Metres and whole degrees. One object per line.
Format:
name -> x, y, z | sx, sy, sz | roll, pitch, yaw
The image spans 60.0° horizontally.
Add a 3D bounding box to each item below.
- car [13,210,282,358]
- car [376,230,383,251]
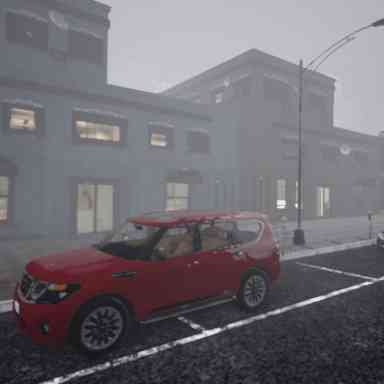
car -> -0.449, 1.315, 6.217 | 5.009, 1.841, 2.192 | 0, 1, -35
car -> 8.803, 1.579, 12.833 | 4.206, 1.307, 1.802 | 0, 1, -35
